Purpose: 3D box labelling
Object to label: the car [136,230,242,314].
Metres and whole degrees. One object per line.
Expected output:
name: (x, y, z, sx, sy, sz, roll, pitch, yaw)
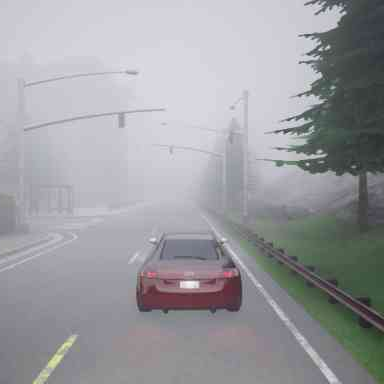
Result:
car: (-0.076, 1.564, 7.723, 1.994, 1.385, 4.181, 0, 0, -1)
